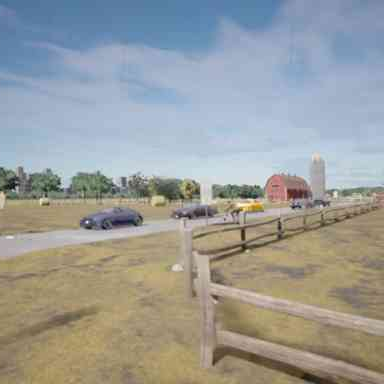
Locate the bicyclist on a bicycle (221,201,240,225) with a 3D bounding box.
[{"bbox_3d":[2.642,1.400,22.202,1.656,1.620,0.582,0,0,36],"label":"bicyclist on a bicycle"}]

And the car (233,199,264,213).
[{"bbox_3d":[6.447,1.578,37.773,1.882,1.535,5.008,-2,-1,36],"label":"car"}]

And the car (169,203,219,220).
[{"bbox_3d":[0.311,1.634,29.223,2.033,1.411,5.357,-2,-1,36],"label":"car"}]

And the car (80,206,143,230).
[{"bbox_3d":[-5.136,1.637,21.606,1.994,1.385,4.181,-2,-1,36],"label":"car"}]

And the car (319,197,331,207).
[{"bbox_3d":[20.495,1.592,52.505,1.837,1.490,4.892,-2,-2,36],"label":"car"}]

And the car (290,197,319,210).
[{"bbox_3d":[14.762,1.586,44.411,2.033,1.411,5.357,-2,-1,36],"label":"car"}]
